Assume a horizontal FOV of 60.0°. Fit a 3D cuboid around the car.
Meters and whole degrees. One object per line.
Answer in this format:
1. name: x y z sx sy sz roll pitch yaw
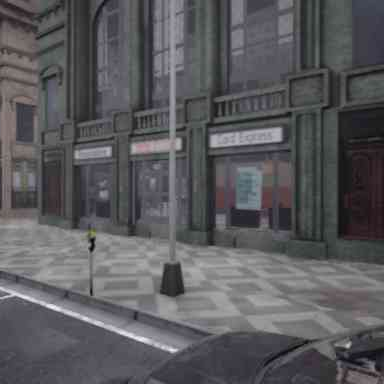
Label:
1. car: 1.520 1.552 1.882 4.403 1.369 2.008 0 0 35
